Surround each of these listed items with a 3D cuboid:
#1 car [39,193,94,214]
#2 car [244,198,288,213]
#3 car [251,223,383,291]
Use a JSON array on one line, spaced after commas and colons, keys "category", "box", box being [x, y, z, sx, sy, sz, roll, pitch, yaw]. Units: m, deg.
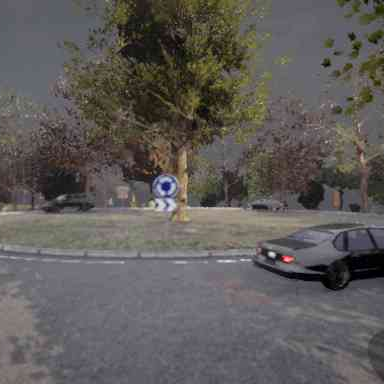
[{"category": "car", "box": [-13.150, 1.185, 35.268, 2.150, 2.045, 5.566, -1, -1, 45]}, {"category": "car", "box": [8.139, 1.454, 36.898, 4.902, 1.511, 2.128, 0, 0, 41]}, {"category": "car", "box": [4.247, 1.537, 8.764, 5.357, 1.411, 2.033, 0, 0, -20]}]
